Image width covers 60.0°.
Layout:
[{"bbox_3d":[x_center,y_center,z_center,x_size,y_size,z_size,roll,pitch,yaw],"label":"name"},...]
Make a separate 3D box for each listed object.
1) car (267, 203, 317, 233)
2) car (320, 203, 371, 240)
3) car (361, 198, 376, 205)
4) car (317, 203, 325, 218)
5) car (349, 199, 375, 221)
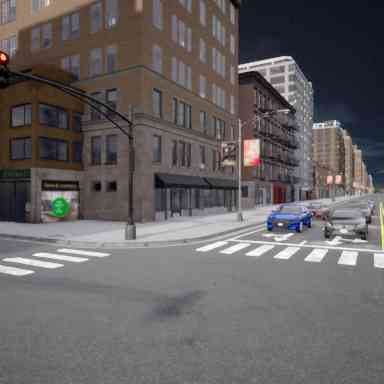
[{"bbox_3d":[6.033,1.494,20.235,1.882,1.535,5.008,0,0,29],"label":"car"},{"bbox_3d":[8.088,1.539,17.273,1.812,1.442,4.674,0,0,29],"label":"car"},{"bbox_3d":[17.541,1.523,34.059,1.837,1.490,4.892,0,0,30],"label":"car"},{"bbox_3d":[10.420,1.583,28.050,1.994,1.385,4.181,0,0,29],"label":"car"},{"bbox_3d":[12.624,1.521,25.337,1.837,1.490,4.892,0,0,29],"label":"car"}]
